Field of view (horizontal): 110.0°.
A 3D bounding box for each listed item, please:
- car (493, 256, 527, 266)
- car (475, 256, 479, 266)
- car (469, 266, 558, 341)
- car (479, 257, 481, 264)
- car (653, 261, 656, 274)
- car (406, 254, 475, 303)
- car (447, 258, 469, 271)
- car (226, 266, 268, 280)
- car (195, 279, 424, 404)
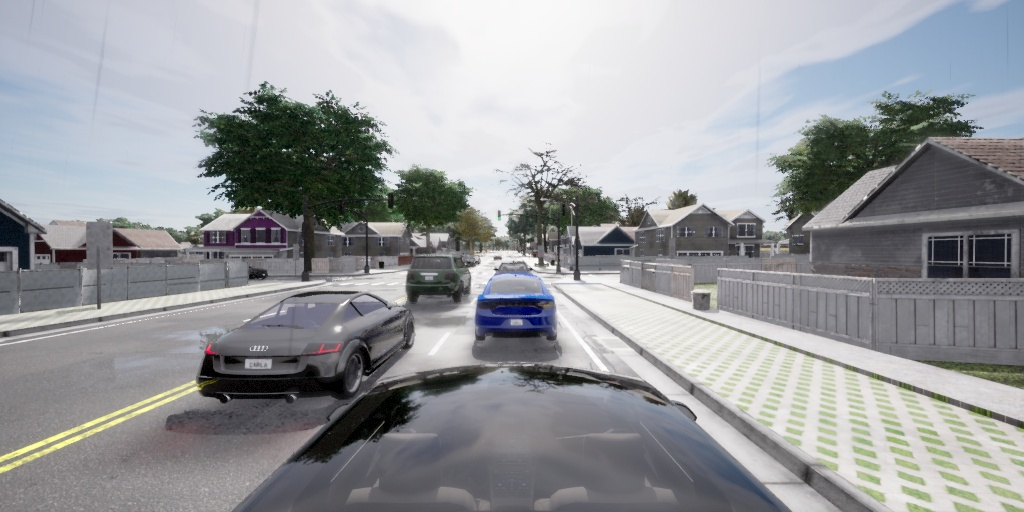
[{"bbox_3d":[0.073,1.037,19.394,2.097,1.767,4.553,0,0,0],"label":"car"},{"bbox_3d":[-6.661,0.715,54.238,2.097,1.767,4.553,0,1,0],"label":"car"},{"bbox_3d":[0.088,1.213,9.888,1.882,1.535,5.008,0,0,0],"label":"car"},{"bbox_3d":[-6.652,0.728,64.518,2.033,1.411,5.357,0,1,0],"label":"car"},{"bbox_3d":[12.675,1.095,32.532,4.718,1.301,1.895,0,1,1],"label":"car"},{"bbox_3d":[-3.173,0.926,16.414,2.150,2.045,5.566,0,0,0],"label":"car"},{"bbox_3d":[-6.663,1.011,44.800,2.033,1.411,5.357,0,1,0],"label":"car"},{"bbox_3d":[-22.624,1.267,29.215,5.008,1.535,1.882,0,1,3],"label":"car"},{"bbox_3d":[-3.157,1.308,6.470,1.994,1.385,4.181,0,0,0],"label":"car"}]
